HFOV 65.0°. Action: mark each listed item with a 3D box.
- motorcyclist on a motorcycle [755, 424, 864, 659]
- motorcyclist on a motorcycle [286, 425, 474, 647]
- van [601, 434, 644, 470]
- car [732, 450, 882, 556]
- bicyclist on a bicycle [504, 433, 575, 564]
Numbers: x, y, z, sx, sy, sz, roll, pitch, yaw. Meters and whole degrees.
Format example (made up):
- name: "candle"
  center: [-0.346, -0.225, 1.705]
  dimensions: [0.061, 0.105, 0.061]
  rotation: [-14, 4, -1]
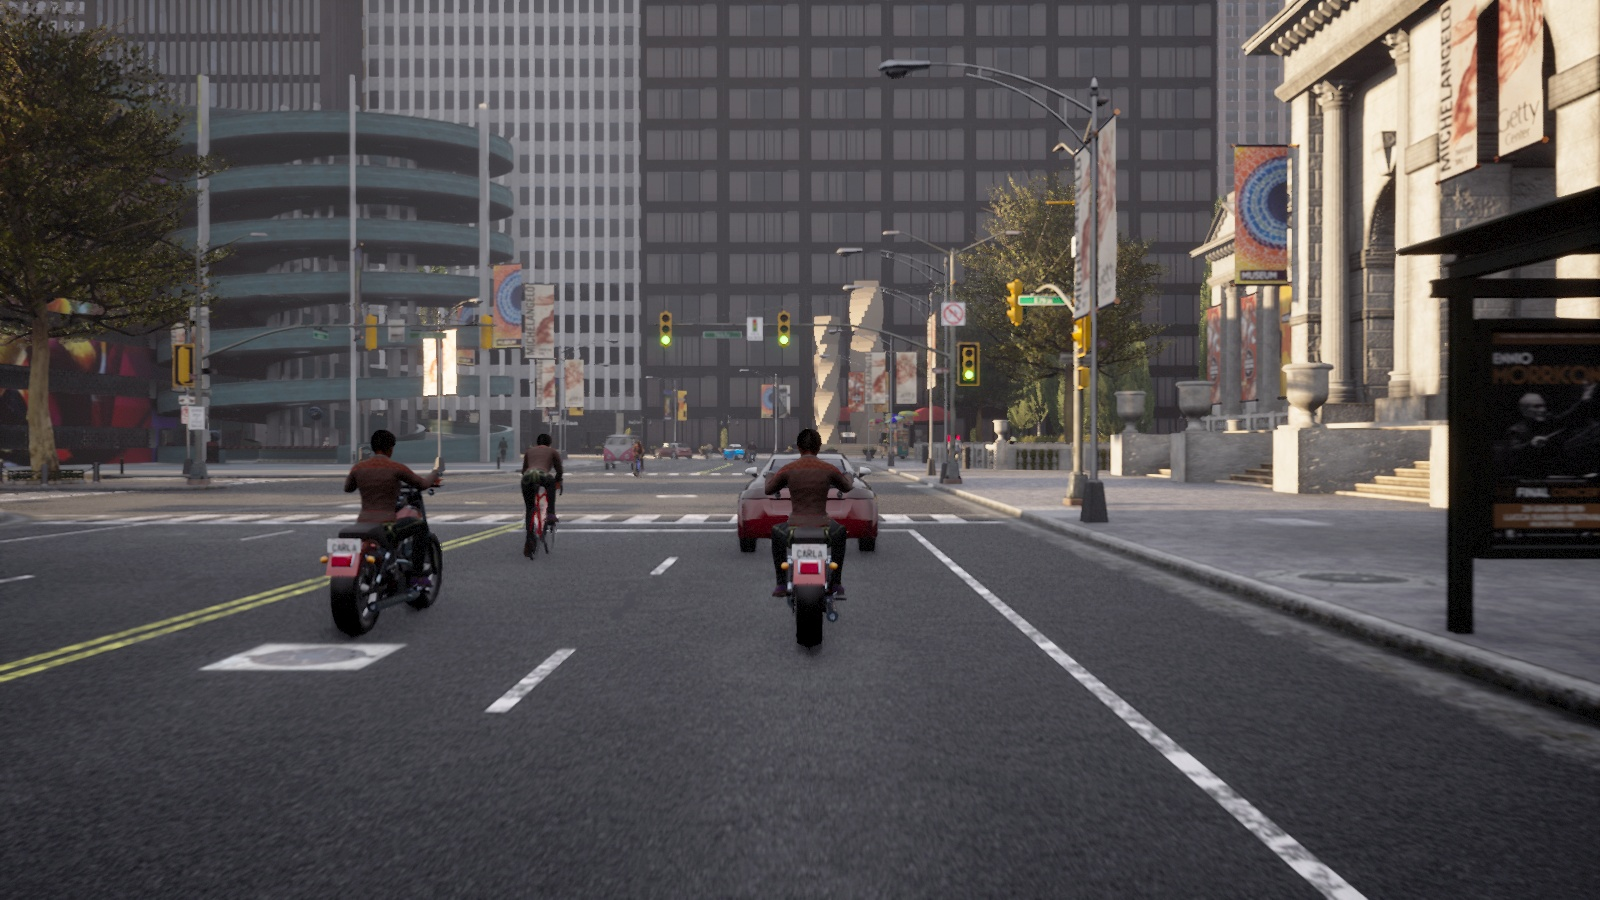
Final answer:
- name: "motorcyclist on a motorcycle"
  center: [0.072, 0.641, 9.979]
  dimensions: [0.766, 1.649, 2.350]
  rotation: [0, 0, 0]
- name: "motorcyclist on a motorcycle"
  center: [-3.425, 0.635, 10.500]
  dimensions: [0.766, 1.649, 2.350]
  rotation: [0, 0, 0]
- name: "van"
  center: [-10.081, 0.088, 71.521]
  dimensions: [1.775, 1.987, 4.442]
  rotation: [0, 0, 0]
- name: "car"
  center: [0.120, 0.705, 18.788]
  dimensions: [1.994, 1.385, 4.181]
  rotation: [0, 0, 1]
- name: "bicyclist on a bicycle"
  center: [-3.391, 0.604, 16.454]
  dimensions: [0.582, 1.620, 1.656]
  rotation: [0, 0, 0]
